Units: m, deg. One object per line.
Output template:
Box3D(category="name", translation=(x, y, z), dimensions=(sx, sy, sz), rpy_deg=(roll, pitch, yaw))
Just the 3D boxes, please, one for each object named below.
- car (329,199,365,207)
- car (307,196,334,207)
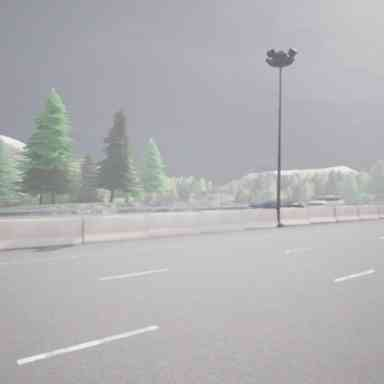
Box3D(category="car", translation=(18.245, 1.801, 38.240), dimensions=(4.674, 1.442, 1.812), rpy_deg=(1, 0, -35))
Box3D(category="car", translation=(16.520, 1.499, 41.306), dimensions=(5.566, 2.045, 2.150), rpy_deg=(1, 0, -35))
